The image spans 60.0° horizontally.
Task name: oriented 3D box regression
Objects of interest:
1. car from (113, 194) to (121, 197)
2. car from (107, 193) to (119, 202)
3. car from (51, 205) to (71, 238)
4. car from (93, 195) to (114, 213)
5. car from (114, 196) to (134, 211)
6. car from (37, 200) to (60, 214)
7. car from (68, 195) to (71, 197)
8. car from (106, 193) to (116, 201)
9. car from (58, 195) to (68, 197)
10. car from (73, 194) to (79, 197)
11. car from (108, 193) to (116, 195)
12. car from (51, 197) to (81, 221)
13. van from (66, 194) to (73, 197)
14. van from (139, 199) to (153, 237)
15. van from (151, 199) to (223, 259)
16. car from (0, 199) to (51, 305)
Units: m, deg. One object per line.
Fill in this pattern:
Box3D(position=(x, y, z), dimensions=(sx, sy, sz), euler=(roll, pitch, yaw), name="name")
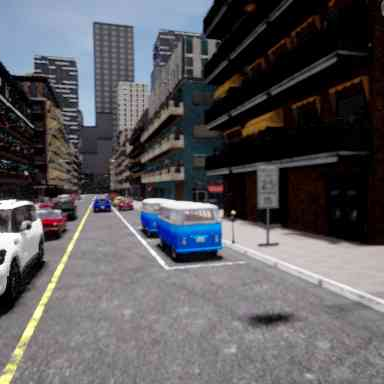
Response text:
Box3D(position=(-10.932, 1.424, 50.108), dimensions=(1.752, 1.417, 4.829), euler=(-2, 1, -16), name="car")
Box3D(position=(-16.980, 1.198, 71.508), dimensions=(2.192, 1.841, 5.009), euler=(-2, 1, -16), name="car")
Box3D(position=(-7.782, 1.638, 17.670), dimensions=(1.895, 1.301, 4.718), euler=(-1, 0, -16), name="car")
Box3D(position=(-10.109, 1.437, 37.527), dimensions=(1.882, 1.535, 5.008), euler=(-1, 0, -15), name="car")
Box3D(position=(-7.840, 1.489, 39.162), dimensions=(1.802, 1.307, 4.206), euler=(-2, 1, -16), name="car")
Box3D(position=(-15.879, 1.653, 36.923), dimensions=(1.802, 1.307, 4.206), euler=(-2, 1, -16), name="car")
Box3D(position=(-18.924, 1.613, 47.704), dimensions=(2.008, 1.369, 4.403), euler=(-2, 1, -16), name="car")
Box3D(position=(-20.024, 1.190, 82.290), dimensions=(2.192, 1.841, 5.009), euler=(-2, 1, -16), name="car")
Box3D(position=(-17.405, 1.507, 42.312), dimensions=(1.967, 1.590, 4.097), euler=(-2, 1, -16), name="car")
Box3D(position=(-23.520, 1.366, 63.870), dimensions=(2.192, 1.841, 5.009), euler=(-2, 1, -16), name="car")
Box3D(position=(-13.936, 1.206, 60.725), dimensions=(2.192, 1.841, 5.009), euler=(-2, 1, -16), name="car")
Box3D(position=(-10.564, 1.506, 27.588), dimensions=(1.882, 1.535, 5.008), euler=(-1, 0, -15), name="car")
Box3D(position=(-20.453, 1.400, 53.094), dimensions=(1.690, 1.788, 3.998), euler=(-2, 1, -16), name="van")
Box3D(position=(-1.759, 1.266, 17.594), dimensions=(1.690, 1.788, 3.998), euler=(-2, 1, -16), name="van")
Box3D(position=(-0.237, 1.270, 12.202), dimensions=(1.690, 1.788, 3.998), euler=(-2, 1, -16), name="van")
Box3D(position=(-5.113, 1.266, 8.199), dimensions=(2.150, 2.045, 5.566), euler=(-1, 0, -16), name="car")
